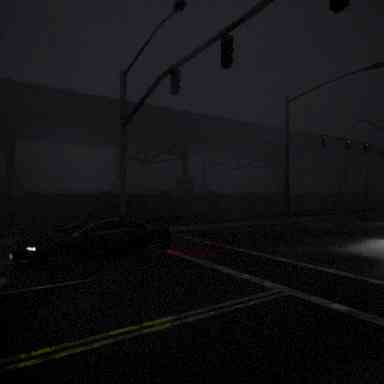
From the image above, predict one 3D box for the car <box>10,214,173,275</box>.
[{"bbox_3d":[-2.929,1.491,10.496,4.902,1.511,2.128,0,0,-35],"label":"car"}]
